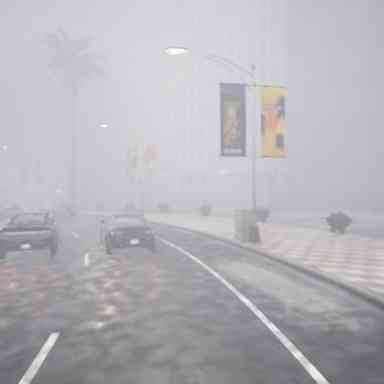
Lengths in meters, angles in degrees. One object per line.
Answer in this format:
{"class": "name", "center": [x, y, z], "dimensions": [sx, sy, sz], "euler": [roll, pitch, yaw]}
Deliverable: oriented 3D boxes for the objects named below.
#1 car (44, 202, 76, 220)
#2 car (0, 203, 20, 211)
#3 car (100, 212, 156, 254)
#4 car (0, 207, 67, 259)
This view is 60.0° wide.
{"class": "car", "center": [-11.601, 1.624, 28.511], "dimensions": [2.128, 1.511, 4.902], "euler": [0, 0, -41]}
{"class": "car", "center": [-15.476, 1.657, 27.590], "dimensions": [2.128, 1.511, 4.902], "euler": [0, 0, -44]}
{"class": "car", "center": [-2.726, 1.564, 13.712], "dimensions": [1.812, 1.442, 4.674], "euler": [0, 0, -19]}
{"class": "car", "center": [-6.216, 1.560, 13.101], "dimensions": [2.128, 1.511, 4.902], "euler": [0, 0, -19]}
